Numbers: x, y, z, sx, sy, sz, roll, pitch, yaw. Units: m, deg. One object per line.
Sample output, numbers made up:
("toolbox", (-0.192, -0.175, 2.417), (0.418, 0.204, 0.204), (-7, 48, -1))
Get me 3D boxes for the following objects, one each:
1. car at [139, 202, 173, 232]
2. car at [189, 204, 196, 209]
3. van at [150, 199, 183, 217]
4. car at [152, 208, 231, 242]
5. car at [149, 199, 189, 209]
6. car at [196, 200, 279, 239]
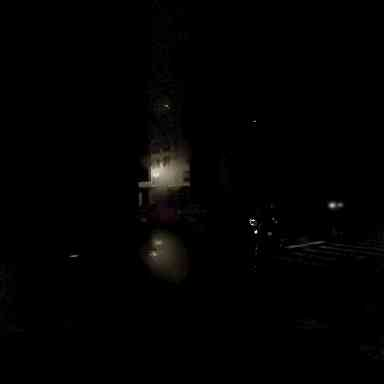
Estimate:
("car", (-3.353, 1.706, 22.132), (1.967, 1.590, 4.097), (-1, 0, -36))
("car", (0.288, 1.804, 31.705), (1.752, 1.417, 4.829), (-1, 0, -36))
("van", (-2.816, 1.689, 36.045), (1.690, 1.788, 3.998), (-1, 0, -36))
("car", (-0.150, 1.778, 17.652), (1.802, 1.307, 4.206), (-1, 0, -36))
("car", (-2.593, 1.630, 25.668), (2.097, 1.767, 4.553), (0, 0, -36))
("car", (2.580, 1.518, 18.394), (2.097, 1.767, 4.553), (0, 0, -35))
